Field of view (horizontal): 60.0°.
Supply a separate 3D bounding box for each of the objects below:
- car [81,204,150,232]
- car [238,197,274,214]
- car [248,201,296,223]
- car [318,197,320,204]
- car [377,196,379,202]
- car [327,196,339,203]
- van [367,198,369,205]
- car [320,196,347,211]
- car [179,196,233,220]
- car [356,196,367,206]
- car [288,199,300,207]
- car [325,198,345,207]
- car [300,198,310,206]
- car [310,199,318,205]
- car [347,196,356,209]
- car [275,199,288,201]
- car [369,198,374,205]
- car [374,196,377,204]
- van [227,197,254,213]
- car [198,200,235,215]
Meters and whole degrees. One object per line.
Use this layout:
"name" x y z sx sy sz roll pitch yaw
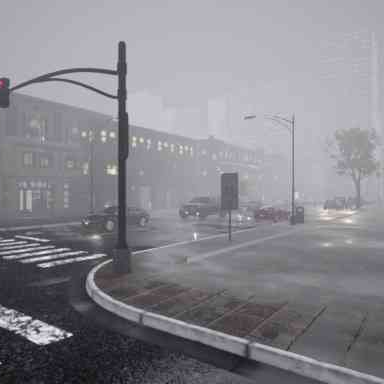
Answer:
"car" -4.732 1.578 21.173 1.837 1.490 4.892 0 0 34
"car" 7.072 1.660 37.861 2.128 1.511 4.902 0 0 35
"car" 6.564 1.670 27.027 1.887 1.381 4.507 0 0 35
"car" 28.317 1.828 72.537 1.967 1.590 4.097 0 -1 35
"car" 41.534 2.037 76.743 1.802 1.307 4.206 0 -1 35
"car" 34.683 1.893 81.571 1.967 1.590 4.097 0 -1 35
"van" 31.985 1.699 63.194 1.690 1.788 3.998 0 -1 35
"car" 19.252 1.676 45.125 1.967 1.590 4.097 0 -1 35
"car" 1.157 1.340 29.490 2.150 2.045 5.566 0 0 35
"car" 28.802 1.642 58.678 2.192 1.841 5.009 0 -1 35
"car" 15.585 1.815 54.468 2.008 1.369 4.403 0 -1 35
"car" 24.757 1.856 57.419 2.033 1.411 5.357 0 0 35
"car" 18.768 1.846 58.985 2.008 1.369 4.403 0 -1 35
"car" 21.951 1.876 63.503 2.008 1.369 4.403 0 -1 35
"car" 22.435 1.581 49.643 2.192 1.841 5.009 0 -1 35
"car" 12.304 1.759 49.812 1.752 1.417 4.829 0 -1 35
"car" 35.168 1.971 67.709 1.802 1.307 4.206 0 -1 35
"car" 38.449 1.948 72.366 1.752 1.417 4.829 0 -1 35
"van" 6.035 1.518 40.918 1.690 1.788 3.998 0 0 35
"car" 2.755 1.674 36.261 1.752 1.417 4.829 0 0 35
